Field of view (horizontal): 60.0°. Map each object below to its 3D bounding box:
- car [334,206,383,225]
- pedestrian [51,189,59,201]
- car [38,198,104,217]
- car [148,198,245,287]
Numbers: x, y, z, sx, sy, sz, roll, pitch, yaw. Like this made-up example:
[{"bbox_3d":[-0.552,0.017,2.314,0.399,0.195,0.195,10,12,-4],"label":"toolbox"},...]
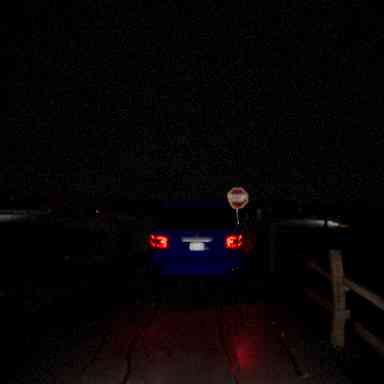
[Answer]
[{"bbox_3d":[13.512,1.808,26.185,4.181,1.385,1.994,2,3,1],"label":"car"},{"bbox_3d":[-12.085,0.615,29.275,0.375,1.860,0.375,0,1,0],"label":"pedestrian"},{"bbox_3d":[-9.464,1.118,26.012,4.718,1.301,1.895,3,3,12],"label":"car"},{"bbox_3d":[0.081,1.162,9.325,2.150,2.045,5.566,0,0,0],"label":"car"}]
